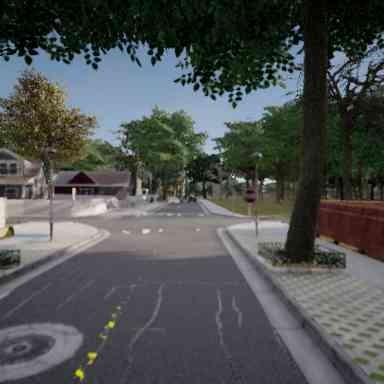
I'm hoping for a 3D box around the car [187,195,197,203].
[{"bbox_3d":[-0.003,1.513,69.564,1.837,1.490,4.892,0,0,0],"label":"car"}]

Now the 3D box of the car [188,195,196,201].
[{"bbox_3d":[0.000,1.408,79.989,1.812,1.442,4.674,0,0,0],"label":"car"}]

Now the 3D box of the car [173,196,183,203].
[{"bbox_3d":[-2.755,1.517,68.056,1.837,1.490,4.892,0,0,0],"label":"car"}]

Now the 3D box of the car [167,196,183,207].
[{"bbox_3d":[-2.817,1.501,52.456,1.812,1.442,4.674,0,0,0],"label":"car"}]
